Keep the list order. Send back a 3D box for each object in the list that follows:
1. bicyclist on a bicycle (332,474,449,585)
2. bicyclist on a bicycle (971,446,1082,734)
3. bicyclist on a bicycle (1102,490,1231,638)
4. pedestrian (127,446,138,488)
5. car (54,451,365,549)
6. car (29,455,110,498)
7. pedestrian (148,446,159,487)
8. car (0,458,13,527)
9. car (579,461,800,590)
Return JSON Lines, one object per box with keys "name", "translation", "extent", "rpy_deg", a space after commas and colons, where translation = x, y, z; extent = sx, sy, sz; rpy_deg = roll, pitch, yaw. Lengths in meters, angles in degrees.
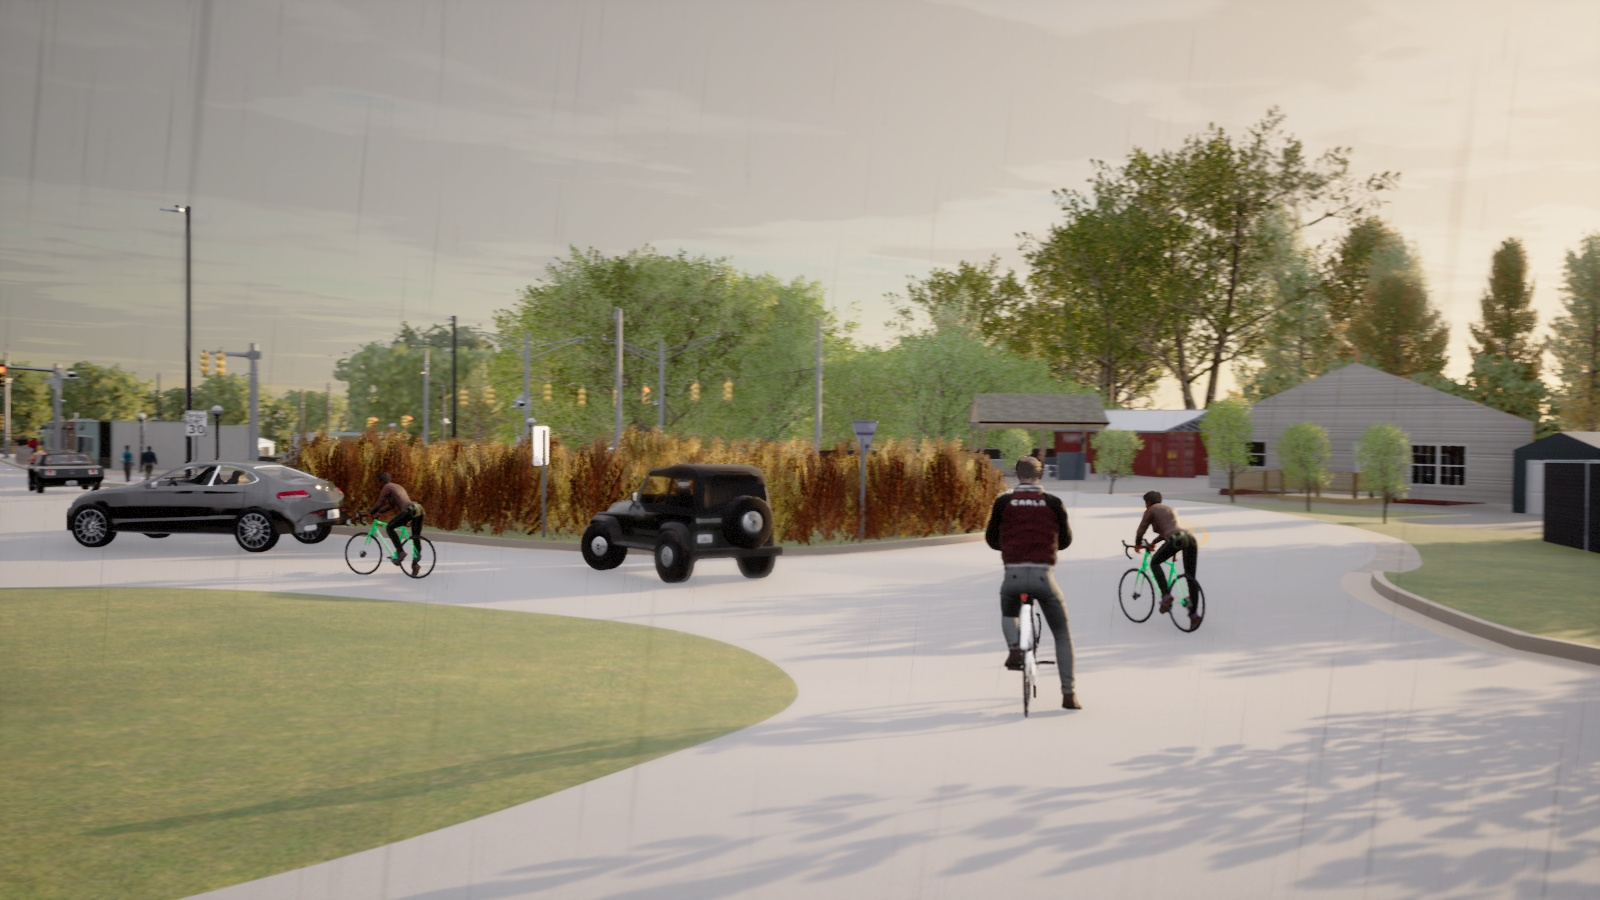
{"name": "bicyclist on a bicycle", "translation": [-6.352, 1.207, 19.493], "extent": [1.656, 1.620, 0.582], "rpy_deg": [2, 0, 17]}
{"name": "bicyclist on a bicycle", "translation": [1.611, 0.931, 8.754], "extent": [0.659, 1.776, 1.843], "rpy_deg": [0, -4, 13]}
{"name": "bicyclist on a bicycle", "translation": [4.279, 1.291, 14.784], "extent": [0.582, 1.620, 1.656], "rpy_deg": [1, -1, -20]}
{"name": "pedestrian", "translation": [-31.056, 0.766, 58.432], "extent": [0.396, 1.930, 0.692], "rpy_deg": [0, 1, -26]}
{"name": "car", "translation": [-11.221, 0.899, 24.037], "extent": [5.027, 1.651, 2.152], "rpy_deg": [1, 1, 9]}
{"name": "car", "translation": [-24.531, 0.858, 42.123], "extent": [1.895, 1.301, 4.718], "rpy_deg": [-1, 1, -36]}
{"name": "pedestrian", "translation": [-29.379, 0.764, 57.050], "extent": [0.370, 1.835, 0.726], "rpy_deg": [0, 1, -24]}
{"name": "car", "translation": [-20.003, 0.979, 29.641], "extent": [2.163, 1.488, 4.792], "rpy_deg": [-1, 1, -35]}
{"name": "car", "translation": [-1.935, 1.160, 21.033], "extent": [1.905, 1.878, 3.866], "rpy_deg": [1, 0, -37]}
